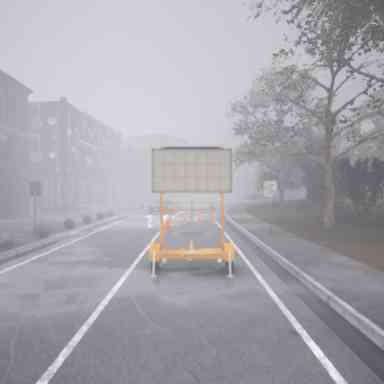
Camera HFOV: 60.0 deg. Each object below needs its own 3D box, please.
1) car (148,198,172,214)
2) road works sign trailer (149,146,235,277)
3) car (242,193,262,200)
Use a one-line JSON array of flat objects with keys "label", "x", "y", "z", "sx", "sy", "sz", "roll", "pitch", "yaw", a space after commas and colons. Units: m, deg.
[{"label": "car", "x": -3.109, "y": 1.382, "z": 32.909, "sx": 1.837, "sy": 1.490, "sz": 4.892, "roll": 0, "pitch": 0, "yaw": 4}, {"label": "road works sign trailer", "x": -0.002, "y": 0.426, "z": 10.063, "sx": 2.380, "sy": 3.560, "sz": 2.880, "roll": 0, "pitch": 0, "yaw": 0}, {"label": "car", "x": 12.772, "y": 0.915, "z": 70.400, "sx": 4.892, "sy": 1.490, "sz": 1.837, "roll": -2, "pitch": 0, "yaw": -35}]
